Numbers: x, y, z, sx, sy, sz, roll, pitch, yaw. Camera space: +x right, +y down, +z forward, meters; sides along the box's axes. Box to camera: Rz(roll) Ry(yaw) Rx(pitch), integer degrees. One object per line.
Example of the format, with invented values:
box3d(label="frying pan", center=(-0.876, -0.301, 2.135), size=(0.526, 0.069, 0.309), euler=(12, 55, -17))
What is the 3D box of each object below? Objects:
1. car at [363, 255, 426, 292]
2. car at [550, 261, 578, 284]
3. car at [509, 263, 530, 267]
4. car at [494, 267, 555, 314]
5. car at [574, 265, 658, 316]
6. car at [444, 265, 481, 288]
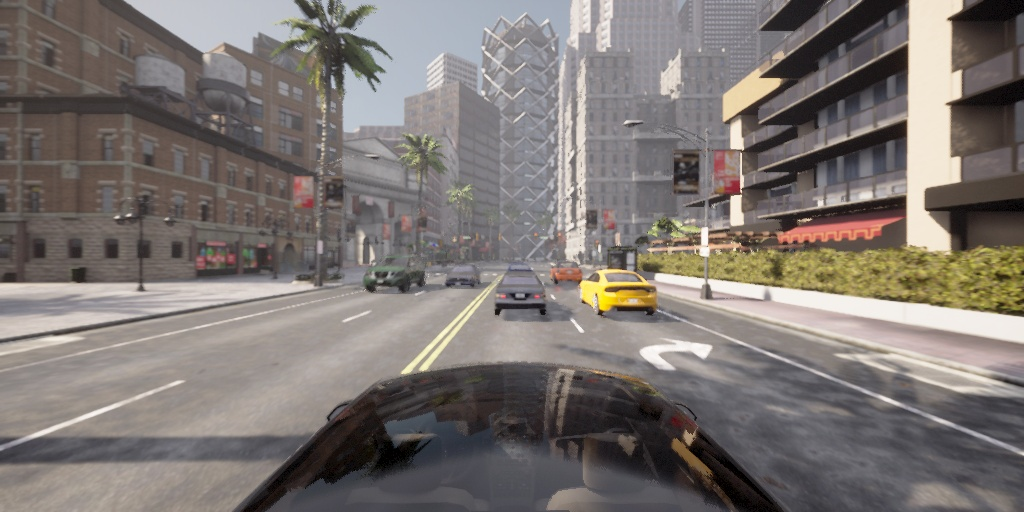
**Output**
box3d(label="car", center=(-6.739, 0.955, 21.280), size=(2.150, 2.045, 5.566), euler=(0, 0, 1))
box3d(label="car", center=(4.057, 1.144, 27.312), size=(2.097, 1.767, 4.553), euler=(0, 0, 1))
box3d(label="car", center=(0.531, 1.250, 25.979), size=(1.882, 1.535, 5.008), euler=(0, 0, 1))
box3d(label="car", center=(0.300, 1.308, 13.851), size=(2.033, 1.411, 5.357), euler=(0, 0, 1))
box3d(label="car", center=(3.809, 1.255, 13.611), size=(1.882, 1.535, 5.008), euler=(0, 0, 1))
box3d(label="car", center=(-3.169, 1.301, 24.176), size=(2.033, 1.411, 5.357), euler=(0, 0, 1))
